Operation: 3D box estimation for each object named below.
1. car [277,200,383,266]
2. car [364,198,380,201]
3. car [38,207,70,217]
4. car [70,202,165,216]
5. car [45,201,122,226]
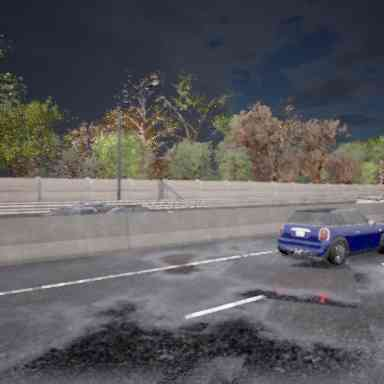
[{"bbox_3d":[5.142,1.327,11.715,4.553,1.767,2.097,0,0,-36],"label":"car"},{"bbox_3d":[25.938,1.496,48.244,4.718,1.301,1.895,0,0,-35],"label":"car"},{"bbox_3d":[-6.962,1.587,20.524,4.718,1.301,1.895,0,0,-36],"label":"car"},{"bbox_3d":[-3.818,1.461,18.467,5.008,1.535,1.882,0,0,-35],"label":"car"},{"bbox_3d":[-7.811,1.475,24.217,4.902,1.511,2.128,0,0,-35],"label":"car"}]
